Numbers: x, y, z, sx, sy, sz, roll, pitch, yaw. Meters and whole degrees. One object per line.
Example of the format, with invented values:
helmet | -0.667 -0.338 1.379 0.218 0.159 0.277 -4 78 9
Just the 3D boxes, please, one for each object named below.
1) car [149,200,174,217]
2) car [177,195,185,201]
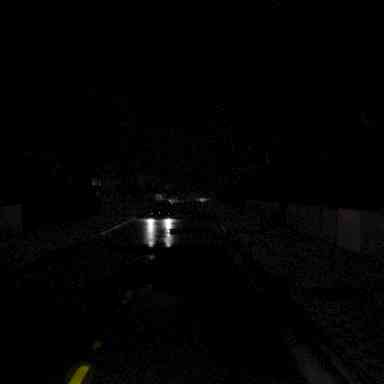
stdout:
car | -2.751 1.537 30.634 1.837 1.490 4.892 0 0 0
car | -2.751 1.379 82.478 2.033 1.411 5.357 0 0 0
